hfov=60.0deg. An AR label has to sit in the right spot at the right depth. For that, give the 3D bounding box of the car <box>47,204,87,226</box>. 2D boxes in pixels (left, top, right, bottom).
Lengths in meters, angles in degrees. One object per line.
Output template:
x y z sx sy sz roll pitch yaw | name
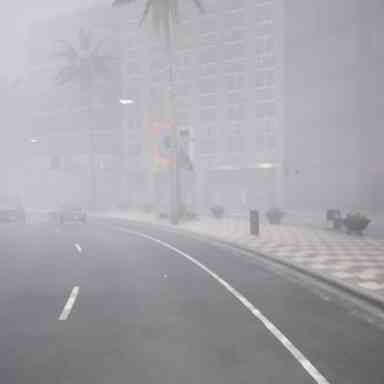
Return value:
-9.286 1.602 24.530 2.128 1.511 4.902 -1 0 -37 | car

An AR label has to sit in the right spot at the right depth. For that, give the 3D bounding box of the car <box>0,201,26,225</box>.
-13.654 1.637 24.405 1.882 1.535 5.008 -1 0 -40 | car

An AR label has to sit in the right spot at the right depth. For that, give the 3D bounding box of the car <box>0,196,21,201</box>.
-19.973 1.455 35.015 5.566 2.045 2.150 0 0 37 | car
